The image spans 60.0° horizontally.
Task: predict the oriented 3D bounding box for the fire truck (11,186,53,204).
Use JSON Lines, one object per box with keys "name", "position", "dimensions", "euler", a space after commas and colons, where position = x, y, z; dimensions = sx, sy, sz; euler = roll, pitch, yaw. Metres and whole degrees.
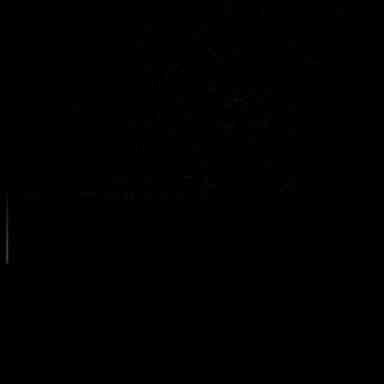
{"name": "fire truck", "position": [-34.980, 0.566, 72.916], "dimensions": [2.891, 3.827, 8.468], "euler": [1, 0, 35]}
